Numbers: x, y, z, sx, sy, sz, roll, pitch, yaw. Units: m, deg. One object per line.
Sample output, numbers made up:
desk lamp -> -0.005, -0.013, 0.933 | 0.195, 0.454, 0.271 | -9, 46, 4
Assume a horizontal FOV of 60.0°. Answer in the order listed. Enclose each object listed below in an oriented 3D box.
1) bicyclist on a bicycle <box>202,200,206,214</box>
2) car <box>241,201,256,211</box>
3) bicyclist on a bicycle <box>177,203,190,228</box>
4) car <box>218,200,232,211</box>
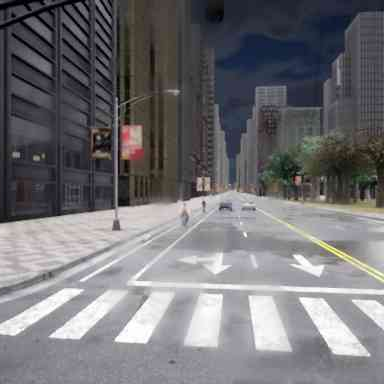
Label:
bicyclist on a bicycle -> 1.374, 1.710, 37.926 | 0.582, 1.620, 1.656 | 0, 0, 7
car -> 8.075, 1.956, 47.583 | 1.895, 1.301, 4.718 | 0, 0, 7
bicyclist on a bicycle -> -0.499, 1.545, 21.819 | 0.866, 1.612, 1.509 | 0, -1, 7
car -> 4.852, 1.900, 48.001 | 2.033, 1.411, 5.357 | 0, 0, 7
